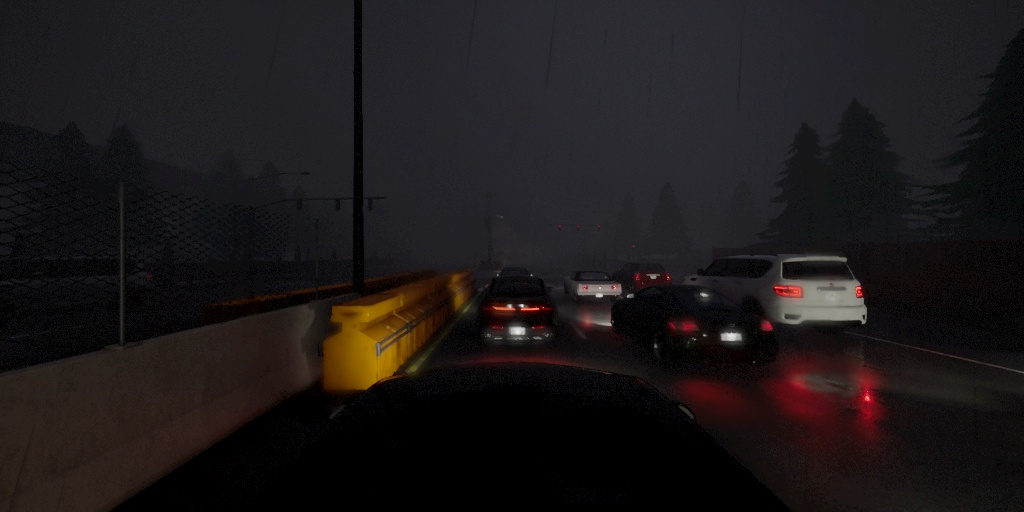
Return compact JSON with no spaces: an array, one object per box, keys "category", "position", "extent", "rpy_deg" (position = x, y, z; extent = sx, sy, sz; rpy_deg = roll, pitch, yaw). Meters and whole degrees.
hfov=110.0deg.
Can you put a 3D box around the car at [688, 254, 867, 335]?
[{"category":"car","position":[7.125,0.971,10.657],"extent":[2.150,2.045,5.566],"rpy_deg":[0,0,0]}]

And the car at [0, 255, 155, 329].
[{"category":"car","position":[-14.035,0.973,10.623],"extent":[2.150,2.045,5.566],"rpy_deg":[0,0,1]}]

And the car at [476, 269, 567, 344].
[{"category":"car","position":[0.121,1.255,9.587],"extent":[1.837,1.490,4.892],"rpy_deg":[0,0,0]}]

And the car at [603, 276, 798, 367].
[{"category":"car","position":[3.625,1.314,7.958],"extent":[1.994,1.385,4.181],"rpy_deg":[0,0,-1]}]

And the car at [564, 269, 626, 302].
[{"category":"car","position":[3.642,1.351,17.139],"extent":[1.895,1.301,4.718],"rpy_deg":[0,0,0]}]

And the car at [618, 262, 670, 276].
[{"category":"car","position":[7.150,1.102,20.243],"extent":[2.097,1.767,4.553],"rpy_deg":[0,0,0]}]

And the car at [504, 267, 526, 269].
[{"category":"car","position":[0.145,1.297,19.105],"extent":[2.033,1.411,5.357],"rpy_deg":[0,0,0]}]
